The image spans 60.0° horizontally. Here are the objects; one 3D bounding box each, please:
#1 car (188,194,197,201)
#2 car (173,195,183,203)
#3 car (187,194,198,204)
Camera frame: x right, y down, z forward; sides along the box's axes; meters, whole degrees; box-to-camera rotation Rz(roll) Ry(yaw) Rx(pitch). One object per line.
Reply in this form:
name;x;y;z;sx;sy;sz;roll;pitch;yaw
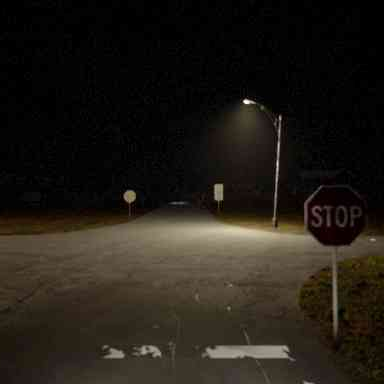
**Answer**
car;0.117;1.192;71.384;2.033;1.411;5.357;0;0;0
car;-2.643;1.330;65.548;2.033;1.411;5.357;0;0;0
car;0.100;1.300;60.946;2.128;1.511;4.902;0;0;0
